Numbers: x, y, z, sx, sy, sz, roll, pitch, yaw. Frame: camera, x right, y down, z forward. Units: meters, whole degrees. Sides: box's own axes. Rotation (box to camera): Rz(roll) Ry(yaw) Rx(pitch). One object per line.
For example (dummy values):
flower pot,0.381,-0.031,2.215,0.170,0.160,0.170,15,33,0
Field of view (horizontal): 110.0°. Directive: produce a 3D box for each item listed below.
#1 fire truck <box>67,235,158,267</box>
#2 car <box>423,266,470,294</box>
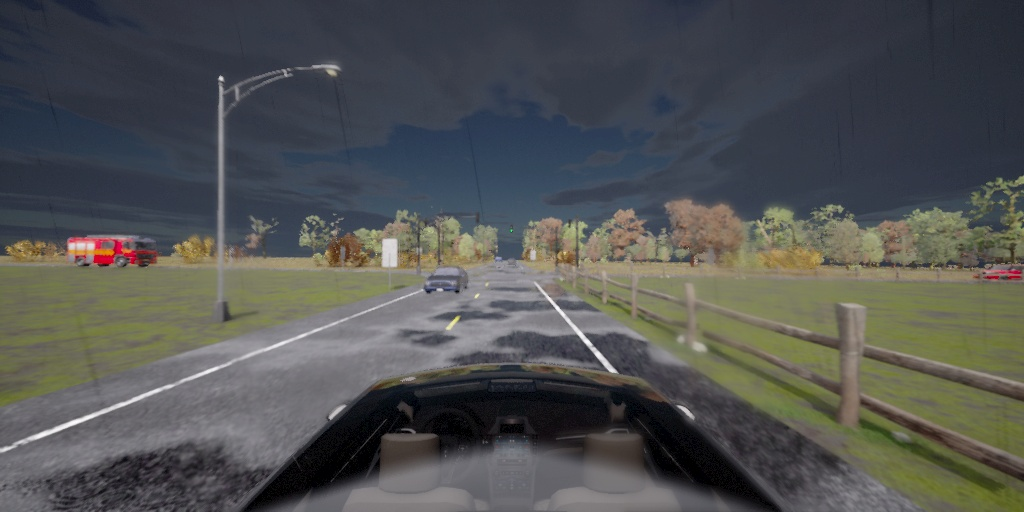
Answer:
fire truck,-47.976,-0.593,43.189,8.468,3.827,2.891,1,-1,3
car,-3.566,1.307,20.481,2.033,1.411,5.357,0,0,0
